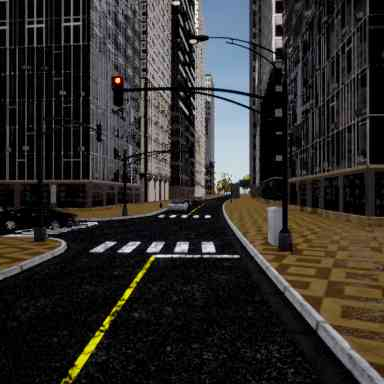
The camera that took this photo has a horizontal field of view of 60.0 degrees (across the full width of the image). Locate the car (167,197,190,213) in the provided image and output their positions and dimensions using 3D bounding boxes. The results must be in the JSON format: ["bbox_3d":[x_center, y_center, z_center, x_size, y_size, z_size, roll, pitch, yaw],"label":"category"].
[{"bbox_3d":[-1.597,1.576,36.867,1.895,1.301,4.718,0,0,4],"label":"car"}]

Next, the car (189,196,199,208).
[{"bbox_3d":[-0.686,1.451,47.260,2.128,1.511,4.902,0,0,6],"label":"car"}]

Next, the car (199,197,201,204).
[{"bbox_3d":[0.571,1.484,58.641,2.033,1.411,5.357,0,0,7],"label":"car"}]

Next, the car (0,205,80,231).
[{"bbox_3d":[-9.770,1.646,21.476,4.892,1.490,1.837,-1,0,4],"label":"car"}]
